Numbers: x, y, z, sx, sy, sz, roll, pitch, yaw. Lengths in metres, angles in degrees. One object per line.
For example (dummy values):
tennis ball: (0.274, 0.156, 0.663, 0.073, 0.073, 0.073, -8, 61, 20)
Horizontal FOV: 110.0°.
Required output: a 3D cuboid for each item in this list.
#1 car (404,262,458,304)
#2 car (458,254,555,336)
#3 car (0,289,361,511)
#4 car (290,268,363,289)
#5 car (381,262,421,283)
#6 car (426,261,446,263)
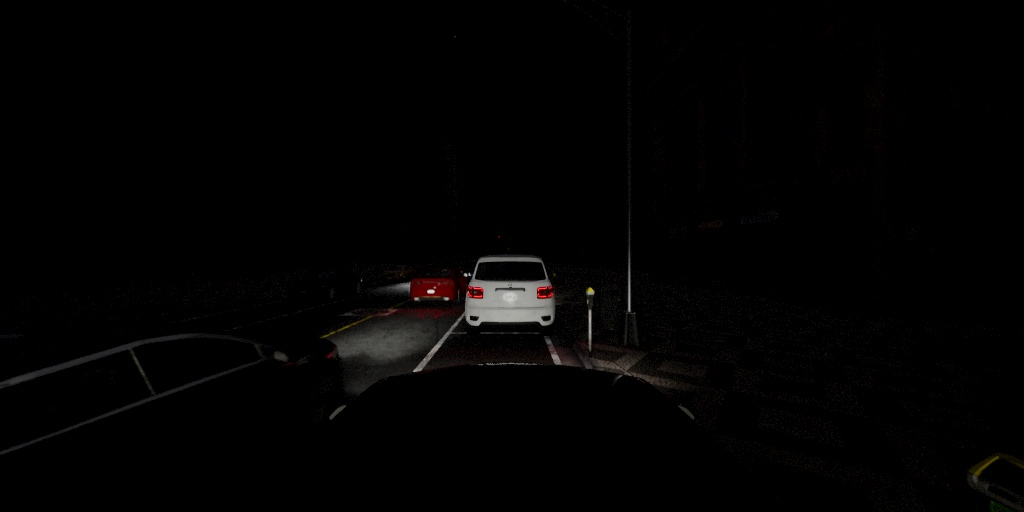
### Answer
car: (-3.144, 1.229, 16.348, 1.882, 1.535, 5.008, 0, 0, 0)
car: (-0.039, 0.979, 10.530, 2.150, 2.045, 5.566, 0, 0, 0)
car: (-3.053, 1.239, 2.602, 2.128, 1.511, 4.902, 0, 0, 0)
car: (-8.919, 1.296, 17.578, 1.888, 1.381, 4.507, 0, 0, 0)
car: (-8.921, 1.278, 28.459, 1.751, 1.417, 4.829, 0, 0, 0)
car: (-6.242, 1.354, 30.608, 1.895, 1.301, 4.718, 0, 0, 0)
